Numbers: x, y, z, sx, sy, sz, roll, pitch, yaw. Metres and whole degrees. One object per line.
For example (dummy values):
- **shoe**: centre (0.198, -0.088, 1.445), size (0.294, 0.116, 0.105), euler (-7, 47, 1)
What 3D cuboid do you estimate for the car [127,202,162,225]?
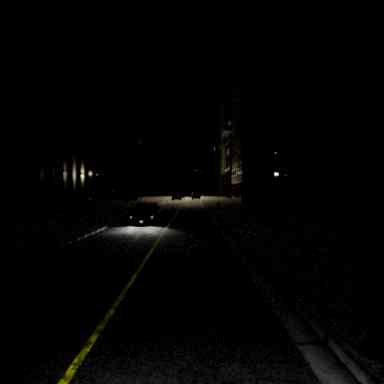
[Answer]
- **car**: centre (-3.095, 1.418, 22.947), size (2.033, 1.411, 5.357), euler (0, 0, 0)

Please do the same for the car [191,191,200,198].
- **car**: centre (0.925, 0.637, 90.424), size (2.150, 2.045, 5.566), euler (0, 0, 0)

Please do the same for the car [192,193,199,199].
- **car**: centre (0.923, 0.971, 84.395), size (1.812, 1.442, 4.674), euler (0, 0, 0)

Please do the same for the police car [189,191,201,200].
- **police car**: centre (0.920, 0.930, 74.504), size (1.930, 1.638, 5.238), euler (0, 0, 0)

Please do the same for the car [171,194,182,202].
- **car**: centre (-3.000, 1.089, 64.985), size (1.812, 1.442, 4.674), euler (0, 0, 1)
